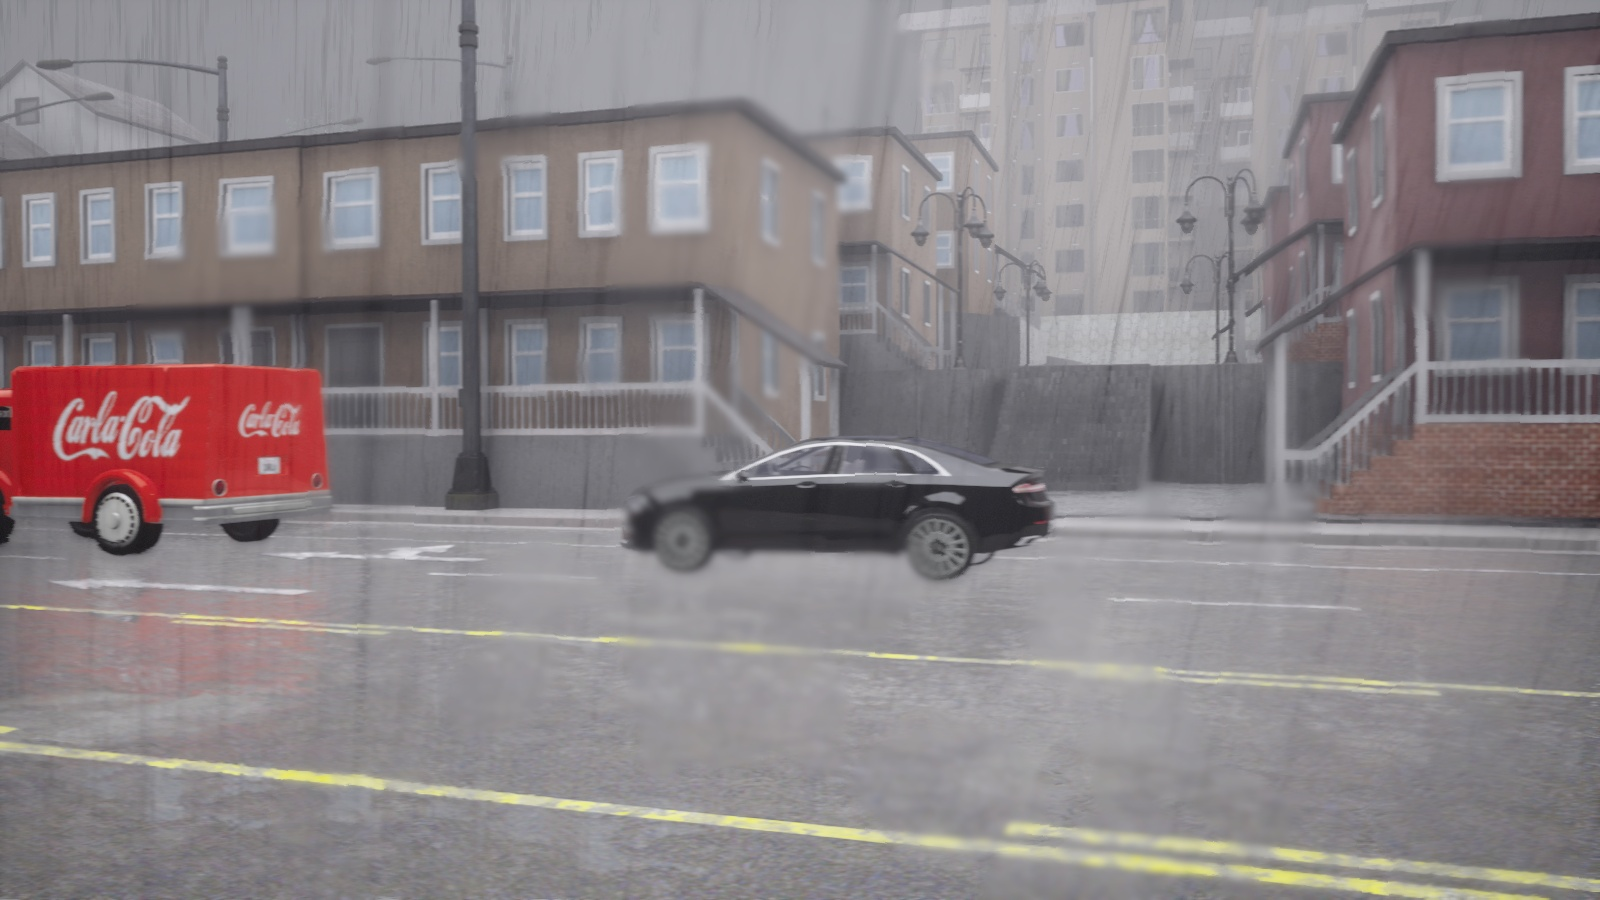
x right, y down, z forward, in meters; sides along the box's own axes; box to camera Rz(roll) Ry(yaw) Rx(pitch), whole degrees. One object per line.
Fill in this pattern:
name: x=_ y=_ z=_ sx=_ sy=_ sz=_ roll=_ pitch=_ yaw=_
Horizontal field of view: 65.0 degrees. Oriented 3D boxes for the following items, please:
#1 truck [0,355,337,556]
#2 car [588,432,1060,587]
truck: x=-9.473 y=0.026 z=17.443 sx=5.204 sy=2.467 sz=2.627 roll=1 pitch=1 yaw=19
car: x=0.307 y=0.557 z=14.167 sx=4.902 sy=1.511 sz=2.128 roll=1 pitch=1 yaw=19
